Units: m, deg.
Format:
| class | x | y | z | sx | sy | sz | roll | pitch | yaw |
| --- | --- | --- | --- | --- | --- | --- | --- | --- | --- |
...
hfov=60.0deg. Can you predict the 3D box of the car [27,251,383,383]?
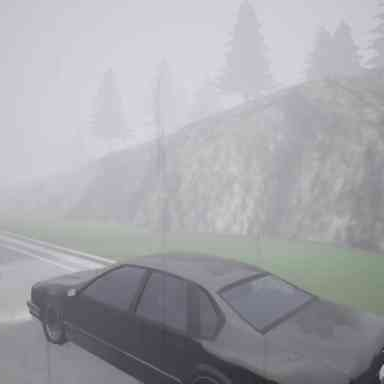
| class | x | y | z | sx | sy | sz | roll | pitch | yaw |
| --- | --- | --- | --- | --- | --- | --- | --- | --- | --- |
| car | -0.247 | 1.570 | 4.511 | 5.357 | 1.411 | 2.033 | 0 | 0 | 41 |
